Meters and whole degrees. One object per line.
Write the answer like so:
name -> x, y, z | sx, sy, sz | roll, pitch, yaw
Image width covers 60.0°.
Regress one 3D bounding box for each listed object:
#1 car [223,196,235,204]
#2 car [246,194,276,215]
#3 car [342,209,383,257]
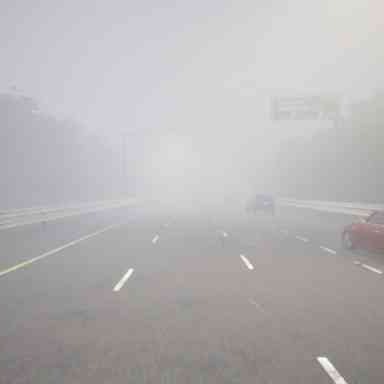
car -> 7.108, 1.451, 63.685 | 1.882, 1.535, 5.008 | 0, 0, 0
car -> 7.052, 1.208, 34.427 | 2.150, 2.045, 5.566 | 0, 0, 0
car -> 7.009, 1.350, 11.377 | 2.097, 1.767, 4.553 | 0, 0, 0
